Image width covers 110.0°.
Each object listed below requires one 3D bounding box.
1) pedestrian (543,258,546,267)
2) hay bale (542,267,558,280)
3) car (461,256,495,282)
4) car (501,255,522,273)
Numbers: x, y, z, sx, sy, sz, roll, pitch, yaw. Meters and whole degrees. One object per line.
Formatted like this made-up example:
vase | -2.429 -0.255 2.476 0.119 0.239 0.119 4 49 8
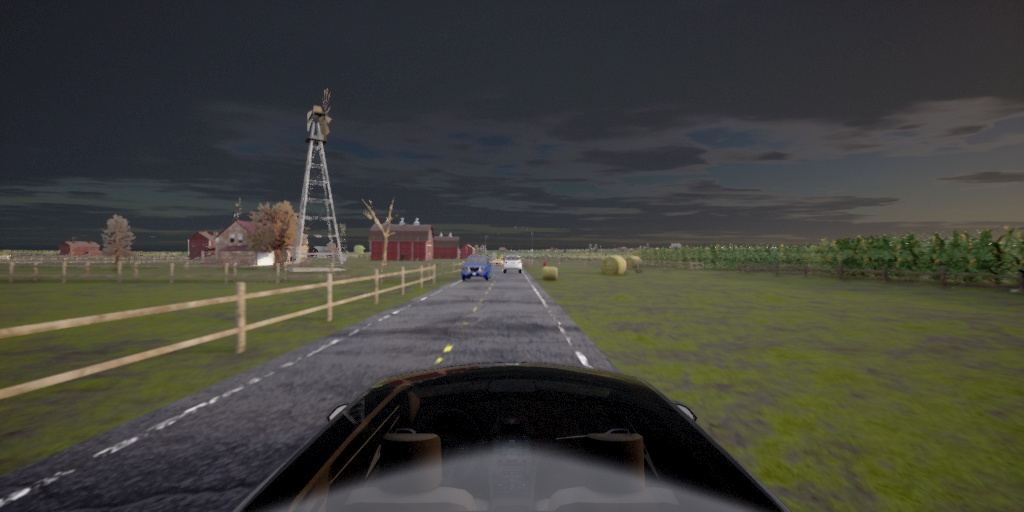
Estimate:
pedestrian | 2.832 1.065 31.144 0.375 1.860 0.375 -1 1 4
hay bale | 3.131 1.420 30.042 1.220 1.180 1.240 0 0 0
car | -2.841 0.986 29.801 2.150 2.045 5.566 0 0 0
car | 0.079 0.992 43.835 2.150 2.045 5.566 0 -1 -1
